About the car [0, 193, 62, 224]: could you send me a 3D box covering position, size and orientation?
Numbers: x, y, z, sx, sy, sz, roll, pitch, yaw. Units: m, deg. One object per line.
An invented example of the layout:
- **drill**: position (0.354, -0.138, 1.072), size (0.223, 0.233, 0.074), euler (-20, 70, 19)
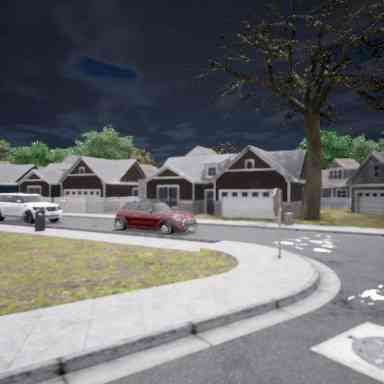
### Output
- **car**: position (-11.678, 1.105, 23.411), size (5.566, 2.045, 2.150), euler (0, 0, 29)

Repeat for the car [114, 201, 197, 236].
- **car**: position (-1.966, 1.280, 17.937), size (4.553, 1.767, 2.097), euler (0, 0, 30)
